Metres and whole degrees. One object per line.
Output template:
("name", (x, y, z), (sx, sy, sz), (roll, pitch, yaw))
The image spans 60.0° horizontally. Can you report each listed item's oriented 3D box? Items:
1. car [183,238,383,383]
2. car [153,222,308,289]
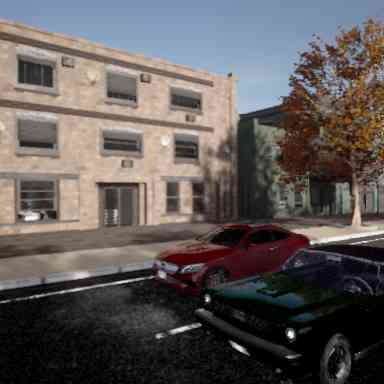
("car", (2.374, 1.608, 5.379), (4.718, 1.301, 1.895), (0, 0, -36))
("car", (1.249, 1.534, 8.571), (4.674, 1.442, 1.812), (0, 0, -36))
